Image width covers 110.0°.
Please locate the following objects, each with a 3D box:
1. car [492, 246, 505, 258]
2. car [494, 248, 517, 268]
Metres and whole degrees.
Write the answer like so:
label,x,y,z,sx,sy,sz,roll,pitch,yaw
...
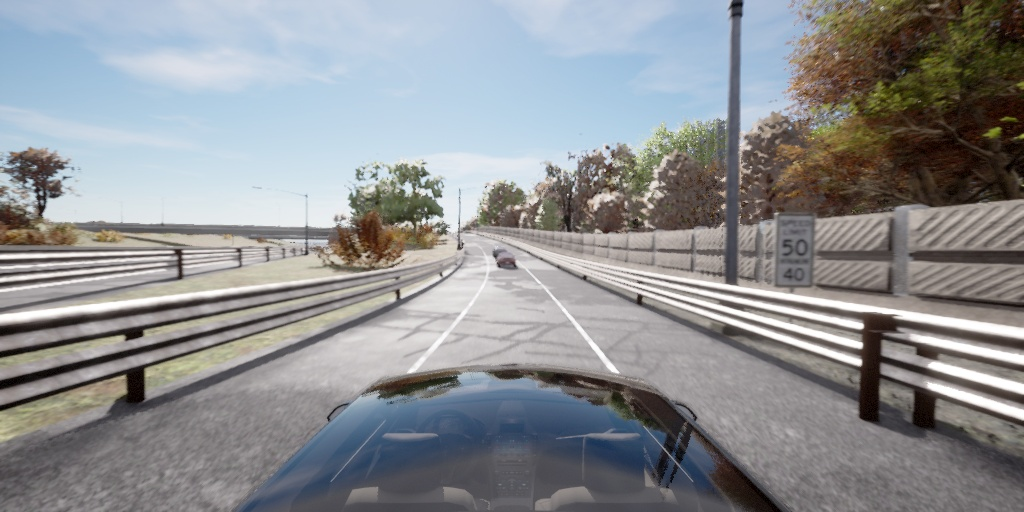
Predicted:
label,x,y,z,sx,sy,sz,roll,pitch,yaw
car,-1.691,-0.593,48.419,2.128,1.511,4.902,0,5,-6
car,-0.611,0.331,36.050,1.812,1.442,4.674,1,4,-5
